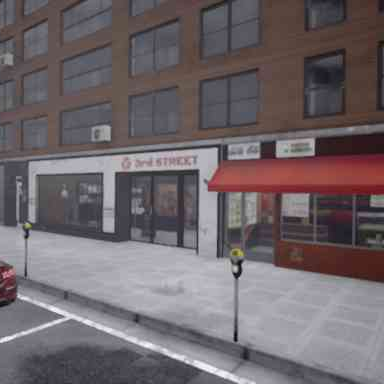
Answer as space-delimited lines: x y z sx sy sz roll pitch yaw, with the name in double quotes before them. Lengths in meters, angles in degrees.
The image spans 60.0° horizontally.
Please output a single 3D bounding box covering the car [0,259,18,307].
"car" -4.930 1.477 6.329 4.206 1.307 1.802 1 1 36
